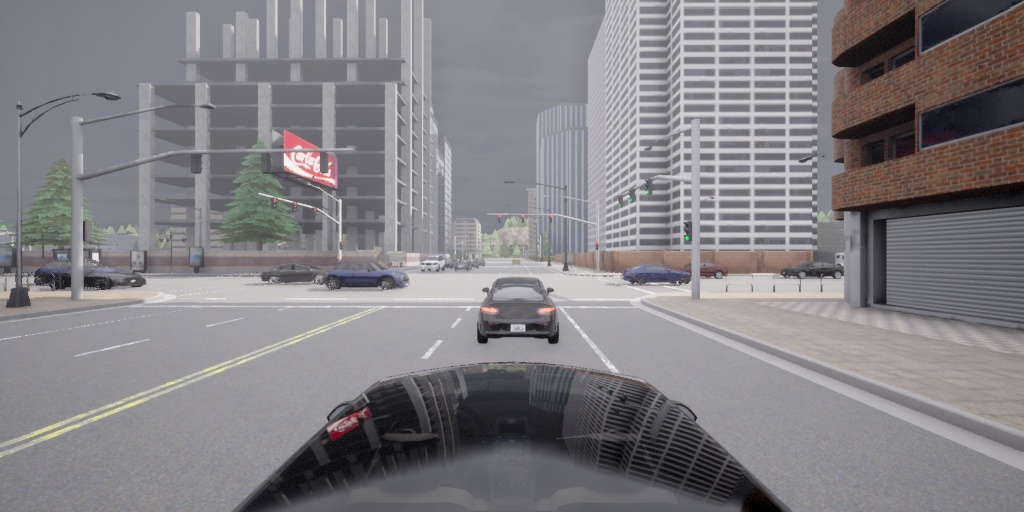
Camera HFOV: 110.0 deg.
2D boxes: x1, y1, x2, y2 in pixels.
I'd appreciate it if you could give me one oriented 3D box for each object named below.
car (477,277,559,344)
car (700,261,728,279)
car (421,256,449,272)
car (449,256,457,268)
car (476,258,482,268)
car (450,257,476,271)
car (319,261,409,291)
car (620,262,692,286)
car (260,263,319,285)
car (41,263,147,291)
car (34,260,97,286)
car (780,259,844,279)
[{"bbox_3d":[0.157,1.276,9.484,1.812,1.442,4.674,0,0,1],"label":"car"},{"bbox_3d":[16.460,1.227,31.905,5.008,1.535,1.882,0,0,0],"label":"car"},{"bbox_3d":[-10.084,0.971,46.199,2.150,2.045,5.566,0,0,1],"label":"car"},{"bbox_3d":[-9.970,1.102,55.669,2.097,1.767,4.553,0,0,1],"label":"car"},{"bbox_3d":[-6.444,1.314,58.524,1.994,1.385,4.181,0,0,0],"label":"car"},{"bbox_3d":[-6.565,1.241,48.554,2.128,1.511,4.902,0,0,1],"label":"car"},{"bbox_3d":[-8.519,1.102,21.366,4.553,1.767,2.097,0,0,0],"label":"car"},{"bbox_3d":[9.907,1.275,24.747,4.674,1.442,1.812,0,0,0],"label":"car"},{"bbox_3d":[-15.067,1.257,25.619,4.892,1.490,1.837,-1,1,-11],"label":"car"},{"bbox_3d":[-24.678,1.314,21.472,4.181,1.385,1.994,0,0,0],"label":"car"},{"bbox_3d":[-29.979,1.103,25.005,4.553,1.767,2.097,0,0,0],"label":"car"},{"bbox_3d":[26.653,1.227,31.829,5.008,1.535,1.882,0,0,0],"label":"car"}]
